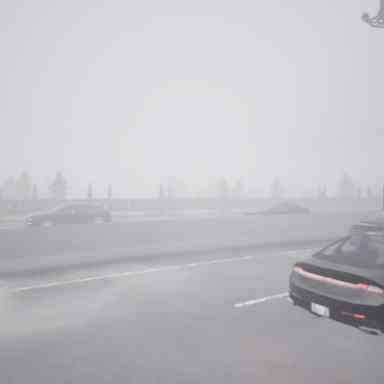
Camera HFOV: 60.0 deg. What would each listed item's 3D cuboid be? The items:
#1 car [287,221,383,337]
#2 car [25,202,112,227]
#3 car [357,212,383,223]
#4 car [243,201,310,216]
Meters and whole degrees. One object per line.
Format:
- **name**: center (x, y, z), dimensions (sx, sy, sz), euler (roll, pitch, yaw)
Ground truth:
- **car**: center (3.917, 1.474, 6.016), dimensions (4.902, 1.511, 2.128), euler (0, 0, -31)
- **car**: center (-7.264, 1.402, 19.880), dimensions (4.892, 1.490, 1.837), euler (0, 0, -32)
- **car**: center (7.862, 1.470, 12.162), dimensions (4.892, 1.490, 1.837), euler (0, 0, -27)
- **car**: center (5.853, 1.393, 23.053), dimensions (5.008, 1.535, 1.882), euler (0, 0, -24)
